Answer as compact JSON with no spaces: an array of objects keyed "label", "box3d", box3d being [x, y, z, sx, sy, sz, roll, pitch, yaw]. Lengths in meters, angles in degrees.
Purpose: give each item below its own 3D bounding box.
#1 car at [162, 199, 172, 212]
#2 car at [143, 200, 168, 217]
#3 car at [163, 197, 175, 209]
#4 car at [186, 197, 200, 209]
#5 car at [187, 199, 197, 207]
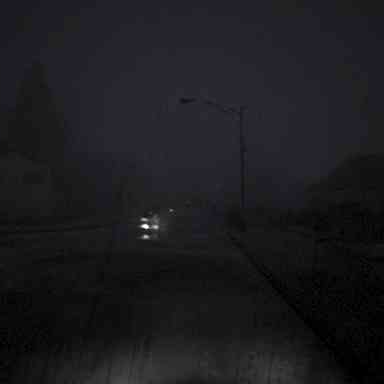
[{"label":"car","box3d":[-4.088,2.020,45.613,1.812,1.442,4.674,0,-1,0]},{"label":"car","box3d":[-4.098,1.877,35.609,2.128,1.511,4.902,0,-1,0]},{"label":"car","box3d":[-4.065,1.828,56.064,2.150,2.045,5.566,0,-1,0]},{"label":"car","box3d":[0.103,1.826,55.925,2.150,2.045,5.566,0,-1,0]},{"label":"car","box3d":[0.005,2.357,72.290,2.097,1.767,4.553,0,-1,0]}]
